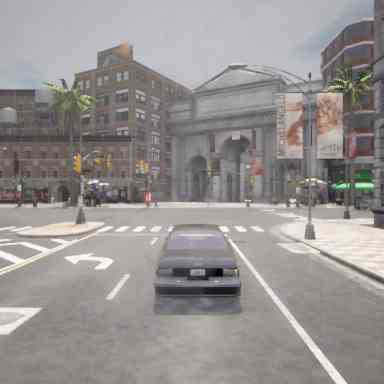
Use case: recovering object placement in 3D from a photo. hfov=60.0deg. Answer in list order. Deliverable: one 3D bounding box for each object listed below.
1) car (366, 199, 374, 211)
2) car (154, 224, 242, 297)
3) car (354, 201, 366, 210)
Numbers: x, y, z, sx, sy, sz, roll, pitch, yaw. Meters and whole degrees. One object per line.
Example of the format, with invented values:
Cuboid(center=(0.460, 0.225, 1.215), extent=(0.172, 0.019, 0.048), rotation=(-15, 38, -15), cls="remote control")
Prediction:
Cuboid(center=(22.707, 1.525, 37.445), extent=(4.674, 1.442, 1.812), rotation=(0, 0, 1), cls="car")
Cuboid(center=(0.111, 1.548, 8.720), extent=(2.033, 1.411, 5.357), rotation=(0, 0, 0), cls="car")
Cuboid(center=(22.280, 1.564, 40.944), extent=(4.181, 1.385, 1.994), rotation=(0, 0, 0), cls="car")
